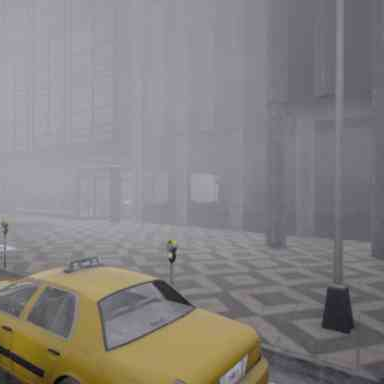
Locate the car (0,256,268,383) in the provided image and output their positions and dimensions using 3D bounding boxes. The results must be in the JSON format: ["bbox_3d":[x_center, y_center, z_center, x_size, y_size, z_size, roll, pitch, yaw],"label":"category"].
[{"bbox_3d":[-1.525,1.492,4.172,4.829,1.417,1.752,1,0,36],"label":"car"}]
